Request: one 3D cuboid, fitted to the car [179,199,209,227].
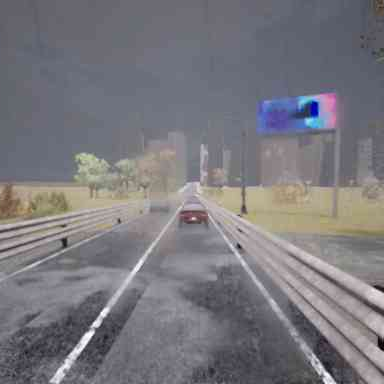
[{"bbox_3d":[0.106,1.471,22.813,1.882,1.535,5.008,0,0,0],"label":"car"}]

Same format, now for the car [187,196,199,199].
[{"bbox_3d":[0.109,1.339,41.941,2.097,1.767,4.553,0,0,0],"label":"car"}]

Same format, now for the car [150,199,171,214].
[{"bbox_3d":[-3.261,1.467,34.936,1.882,1.535,5.008,0,0,0],"label":"car"}]
